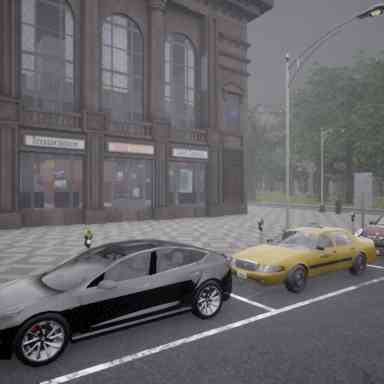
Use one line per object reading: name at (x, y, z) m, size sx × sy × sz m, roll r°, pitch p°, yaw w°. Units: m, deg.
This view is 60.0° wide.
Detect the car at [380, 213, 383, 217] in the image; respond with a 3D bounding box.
car at (7.635, 1.441, 12.123) m, size 4.097 × 1.590 × 1.967 m, roll 0°, pitch 0°, yaw -36°

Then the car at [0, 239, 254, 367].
car at (-1.208, 1.566, 5.792) m, size 4.313 × 1.339 × 1.947 m, roll 0°, pitch 0°, yaw -36°

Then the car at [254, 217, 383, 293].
car at (3.076, 1.526, 8.859) m, size 4.829 × 1.417 × 1.752 m, roll 0°, pitch 0°, yaw -36°
